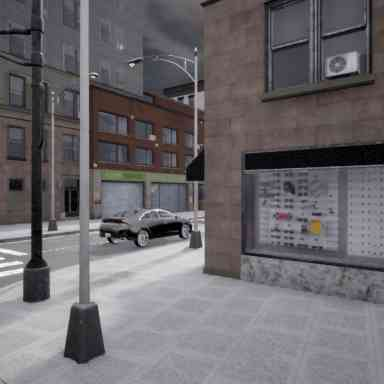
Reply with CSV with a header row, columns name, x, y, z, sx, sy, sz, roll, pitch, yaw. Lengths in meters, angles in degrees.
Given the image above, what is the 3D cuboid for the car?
name,x,y,z,sx,sy,sz,roll,pitch,yaw
car,-1.875,1.459,14.950,2.128,1.511,4.902,0,0,35
